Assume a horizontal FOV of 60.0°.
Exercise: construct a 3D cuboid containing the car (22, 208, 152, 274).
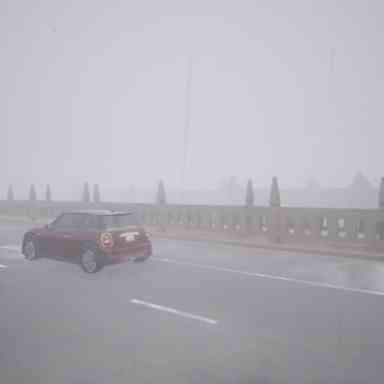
[{"bbox_3d":[-3.509,1.352,10.794,4.553,1.767,2.097,0,0,36],"label":"car"}]
